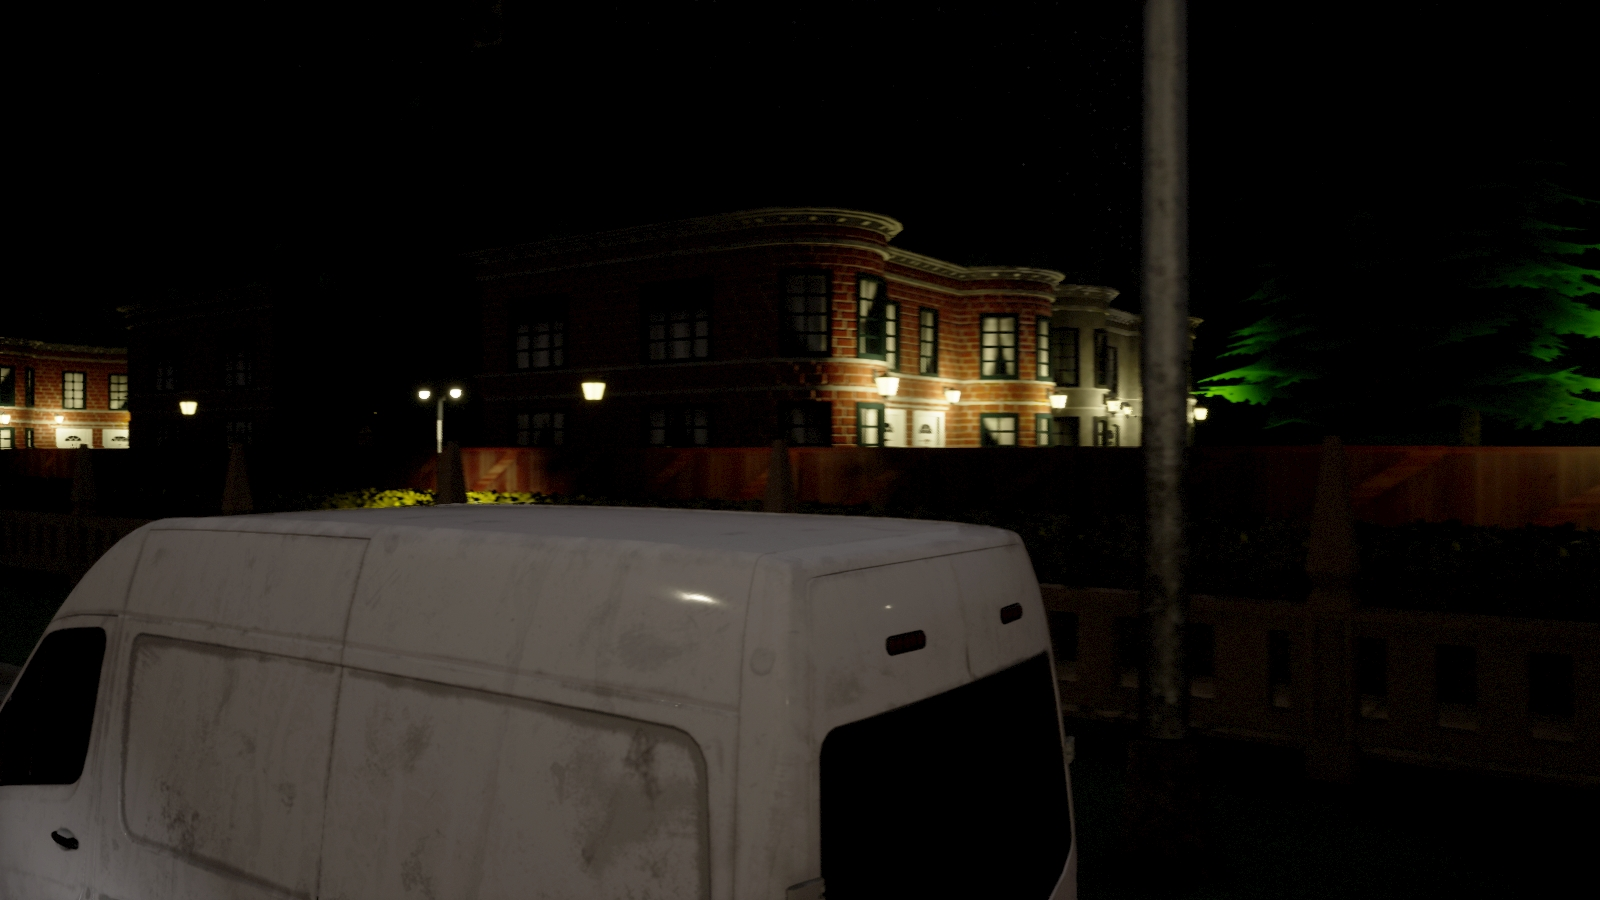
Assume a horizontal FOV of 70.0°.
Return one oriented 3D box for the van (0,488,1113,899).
[{"bbox_3d":[-1.847,1.535,5.071,5.915,2.561,1.988,0,0,35],"label":"van"}]
